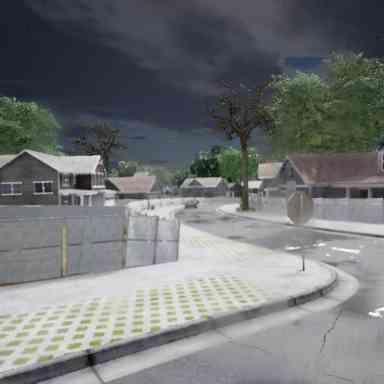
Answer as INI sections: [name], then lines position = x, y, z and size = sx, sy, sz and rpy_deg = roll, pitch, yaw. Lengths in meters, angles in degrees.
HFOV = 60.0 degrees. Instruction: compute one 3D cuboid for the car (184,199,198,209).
[car]
position = -0.091, 2.012, 54.874
size = 1.837, 1.490, 4.892
rpy_deg = -2, -1, 7
